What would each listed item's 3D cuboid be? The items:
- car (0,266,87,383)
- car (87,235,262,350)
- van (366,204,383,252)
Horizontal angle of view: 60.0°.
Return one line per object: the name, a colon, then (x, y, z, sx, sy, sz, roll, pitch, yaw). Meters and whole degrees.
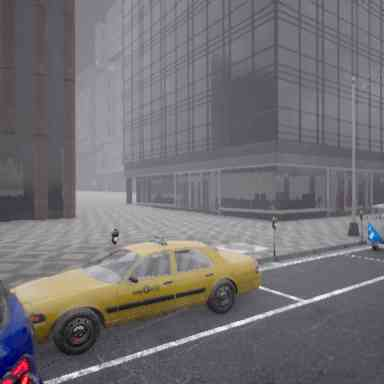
car: (-3.429, 1.228, 0.938, 5.566, 2.045, 2.150, 0, 0, -35)
car: (-0.849, 1.518, 6.042, 4.829, 1.417, 1.752, 0, 0, -35)
van: (8.150, 1.303, 12.445, 3.998, 1.788, 1.690, 0, 0, -35)
